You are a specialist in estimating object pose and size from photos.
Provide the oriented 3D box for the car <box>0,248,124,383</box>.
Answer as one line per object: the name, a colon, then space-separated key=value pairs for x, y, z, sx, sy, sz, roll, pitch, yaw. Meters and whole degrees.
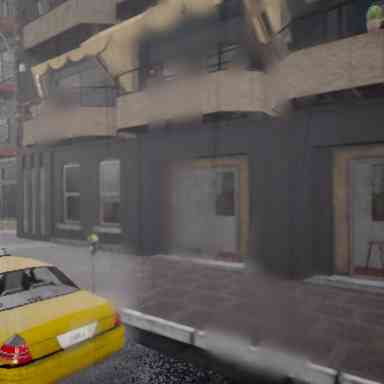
car: x=-3.120 y=1.520 z=4.959 sx=4.829 sy=1.417 sz=1.752 roll=0 pitch=-1 yaw=36
